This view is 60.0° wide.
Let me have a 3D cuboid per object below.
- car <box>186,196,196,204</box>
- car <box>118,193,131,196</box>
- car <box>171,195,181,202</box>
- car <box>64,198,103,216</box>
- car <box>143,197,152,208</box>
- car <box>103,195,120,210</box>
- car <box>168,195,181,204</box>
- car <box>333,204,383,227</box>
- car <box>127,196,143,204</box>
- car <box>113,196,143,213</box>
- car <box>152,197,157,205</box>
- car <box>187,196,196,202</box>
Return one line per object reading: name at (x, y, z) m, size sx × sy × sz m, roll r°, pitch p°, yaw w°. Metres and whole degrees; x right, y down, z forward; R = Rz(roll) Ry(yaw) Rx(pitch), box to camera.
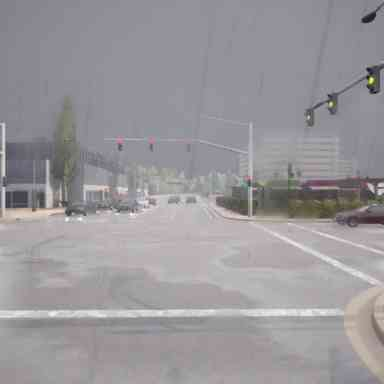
car at (-0.128, 1.491, 64.521) m, size 2.128 × 1.511 × 4.902 m, roll 0°, pitch 0°, yaw 0°
car at (-10.701, 1.221, 52.077) m, size 2.150 × 2.045 × 5.566 m, roll 0°, pitch 0°, yaw 0°
car at (-3.649, 1.425, 74.787) m, size 1.994 × 1.385 × 4.181 m, roll 0°, pitch 0°, yaw 0°
car at (-10.664, 1.547, 32.535) m, size 2.033 × 1.411 × 5.357 m, roll 0°, pitch 0°, yaw 0°
car at (-7.187, 1.526, 46.814) m, size 1.812 × 1.442 × 4.674 m, roll 0°, pitch 0°, yaw 0°
car at (-10.682, 1.505, 42.091) m, size 1.837 × 1.490 × 4.892 m, roll 0°, pitch 0°, yaw 0°
car at (-3.628, 1.547, 64.514) m, size 2.033 × 1.411 × 5.357 m, roll 0°, pitch 0°, yaw 0°
car at (11.762, 1.526, 21.876) m, size 4.674 × 1.442 × 1.812 m, roll 0°, pitch 0°, yaw 1°
car at (-10.675, 1.547, 62.774) m, size 2.033 × 1.411 × 5.357 m, roll 0°, pitch 0°, yaw 1°
car at (-7.175, 1.505, 37.629) m, size 1.837 × 1.490 × 4.892 m, roll 0°, pitch 0°, yaw 0°
car at (-7.194, 1.564, 56.775) m, size 1.994 × 1.385 × 4.181 m, roll 0°, pitch 0°, yaw 0°
car at (-0.149, 1.468, 74.826) m, size 1.895 × 1.301 × 4.718 m, roll 0°, pitch 0°, yaw 0°
